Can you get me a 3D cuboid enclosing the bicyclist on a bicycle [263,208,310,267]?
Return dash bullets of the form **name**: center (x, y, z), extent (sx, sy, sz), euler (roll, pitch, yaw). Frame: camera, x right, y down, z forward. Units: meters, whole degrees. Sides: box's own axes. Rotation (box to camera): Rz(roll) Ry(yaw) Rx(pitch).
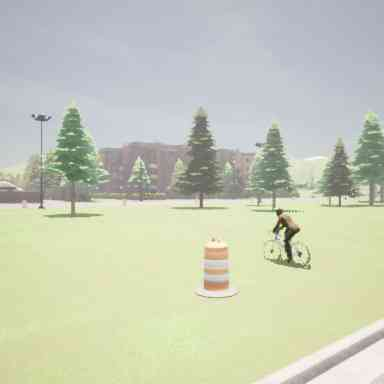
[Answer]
- **bicyclist on a bicycle**: center (2.696, 1.306, 9.673), extent (0.582, 1.620, 1.656), euler (0, -2, -37)
